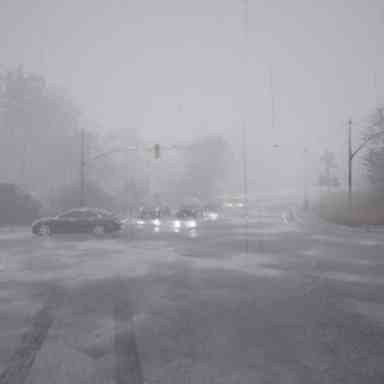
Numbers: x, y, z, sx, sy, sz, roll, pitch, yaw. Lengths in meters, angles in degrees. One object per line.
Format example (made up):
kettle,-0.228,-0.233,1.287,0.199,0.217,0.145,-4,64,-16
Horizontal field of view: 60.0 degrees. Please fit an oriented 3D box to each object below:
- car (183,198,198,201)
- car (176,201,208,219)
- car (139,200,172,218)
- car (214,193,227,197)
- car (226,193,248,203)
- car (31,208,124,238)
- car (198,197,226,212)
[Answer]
car,-0.242,1.536,44.378,1.837,1.490,4.892,0,1,19
car,-0.086,1.822,32.258,1.895,1.301,4.718,0,0,13
car,-3.519,1.577,32.816,2.097,1.767,4.553,0,0,14
car,5.250,0.902,58.037,1.882,1.535,5.008,0,3,26
car,7.778,0.972,55.151,1.882,1.535,5.008,0,3,25
car,-6.209,1.663,18.266,4.892,1.490,1.837,0,0,1
car,2.547,1.670,41.705,1.895,1.301,4.718,0,1,18
